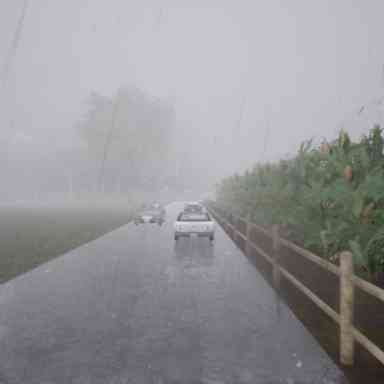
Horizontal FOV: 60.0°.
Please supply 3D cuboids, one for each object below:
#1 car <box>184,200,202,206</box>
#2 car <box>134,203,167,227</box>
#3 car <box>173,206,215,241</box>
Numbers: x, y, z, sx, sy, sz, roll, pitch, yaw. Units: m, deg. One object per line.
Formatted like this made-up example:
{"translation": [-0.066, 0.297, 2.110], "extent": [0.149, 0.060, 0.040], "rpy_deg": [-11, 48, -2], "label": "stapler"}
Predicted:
{"translation": [0.101, 1.587, 34.707], "extent": [1.812, 1.442, 4.674], "rpy_deg": [0, 0, 0], "label": "car"}
{"translation": [-2.846, 1.521, 23.419], "extent": [2.128, 1.511, 4.902], "rpy_deg": [0, 0, 0], "label": "car"}
{"translation": [0.096, 1.618, 16.913], "extent": [1.895, 1.301, 4.718], "rpy_deg": [0, 0, 0], "label": "car"}
